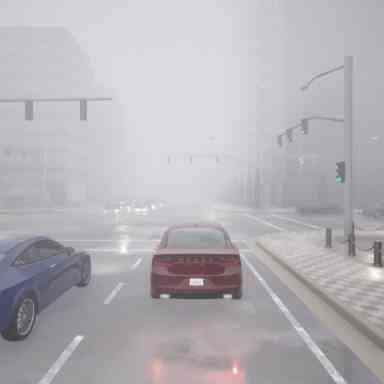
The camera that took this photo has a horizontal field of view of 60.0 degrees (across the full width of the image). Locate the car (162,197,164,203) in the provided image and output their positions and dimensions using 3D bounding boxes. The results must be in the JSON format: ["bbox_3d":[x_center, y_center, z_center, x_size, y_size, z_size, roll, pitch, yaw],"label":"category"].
[{"bbox_3d":[-6.857,1.601,68.244,1.895,1.301,4.718,0,0,0],"label":"car"}]

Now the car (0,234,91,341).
[{"bbox_3d":[-3.416,1.526,6.370,1.812,1.442,4.674,0,0,0],"label":"car"}]

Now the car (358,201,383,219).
[{"bbox_3d":[16.340,1.436,27.373,4.902,1.511,2.128,0,0,0],"label":"car"}]

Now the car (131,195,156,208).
[{"bbox_3d":[-6.990,1.491,48.646,2.128,1.511,4.902,0,0,0],"label":"car"}]

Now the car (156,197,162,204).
[{"bbox_3d":[-6.952,1.491,57.953,2.128,1.511,4.902,0,0,0],"label":"car"}]

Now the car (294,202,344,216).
[{"bbox_3d":[12.051,1.545,30.919,4.718,1.301,1.895,0,0,1],"label":"car"}]

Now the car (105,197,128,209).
[{"bbox_3d":[-10.498,1.505,45.561,1.837,1.490,4.892,0,0,0],"label":"car"}]

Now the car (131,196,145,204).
[{"bbox_3d":[-10.395,1.564,64.786,1.994,1.385,4.181,0,0,1],"label":"car"}]

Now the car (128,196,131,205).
[{"bbox_3d":[-10.468,1.491,54.788,2.128,1.511,4.902,0,0,0],"label":"car"}]

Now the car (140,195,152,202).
[{"bbox_3d":[-10.335,1.478,75.173,1.882,1.535,5.008,0,0,0],"label":"car"}]

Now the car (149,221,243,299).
[{"bbox_3d":[0.099,1.478,8.498,1.882,1.535,5.008,0,0,0],"label":"car"}]
